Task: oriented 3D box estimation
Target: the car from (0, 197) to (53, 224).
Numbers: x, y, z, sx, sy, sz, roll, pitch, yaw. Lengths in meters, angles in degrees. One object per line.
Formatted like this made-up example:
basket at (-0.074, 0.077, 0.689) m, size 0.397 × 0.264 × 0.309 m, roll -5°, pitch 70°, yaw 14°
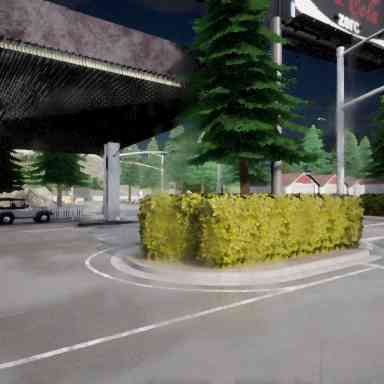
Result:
car at (-12.012, 1.313, 23.449) m, size 3.866 × 1.878 × 1.905 m, roll 0°, pitch 0°, yaw -36°
